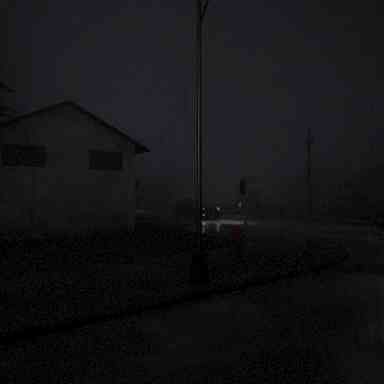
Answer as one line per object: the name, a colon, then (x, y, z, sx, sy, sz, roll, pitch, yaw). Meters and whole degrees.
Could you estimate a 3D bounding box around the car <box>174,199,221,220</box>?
car: (0.378, 1.355, 27.810, 2.097, 1.767, 4.553, 0, 0, -36)

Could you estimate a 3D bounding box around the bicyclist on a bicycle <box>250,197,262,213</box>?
bicyclist on a bicycle: (6.488, 1.348, 33.700, 1.656, 1.620, 0.582, 0, 0, -36)
